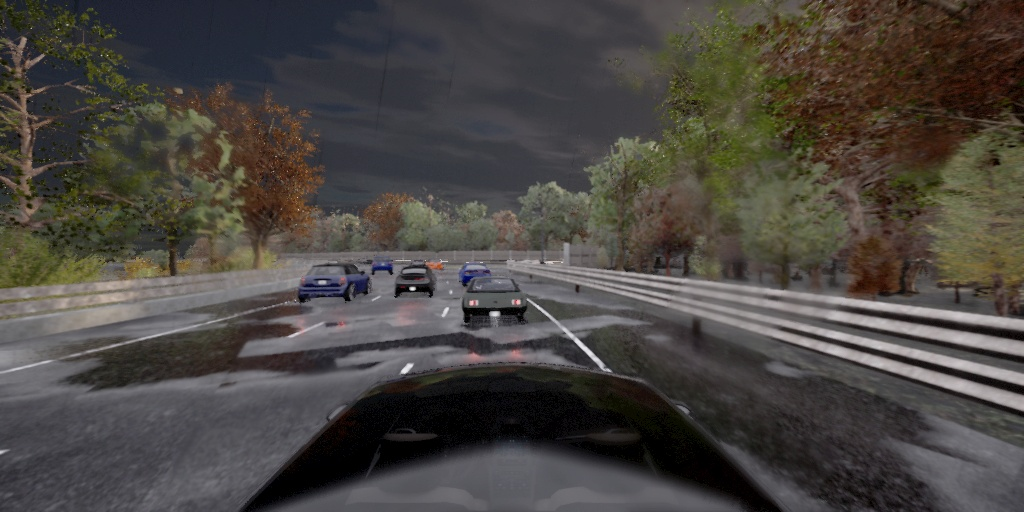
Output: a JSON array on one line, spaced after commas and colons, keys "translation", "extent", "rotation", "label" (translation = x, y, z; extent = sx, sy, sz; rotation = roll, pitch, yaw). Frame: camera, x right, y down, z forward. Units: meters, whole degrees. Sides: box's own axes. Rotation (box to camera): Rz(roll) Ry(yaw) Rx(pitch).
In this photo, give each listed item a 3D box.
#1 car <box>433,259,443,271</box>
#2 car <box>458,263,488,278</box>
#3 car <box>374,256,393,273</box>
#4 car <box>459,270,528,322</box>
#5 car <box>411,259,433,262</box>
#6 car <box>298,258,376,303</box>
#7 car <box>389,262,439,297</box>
[{"translation": [-10.999, 1.133, 49.260], "extent": [2.097, 1.767, 4.553], "rotation": [0, 0, -25], "label": "car"}, {"translation": [-2.684, 1.233, 25.195], "extent": [1.882, 1.535, 5.008], "rotation": [0, 0, -12], "label": "car"}, {"translation": [-14.918, 1.017, 41.135], "extent": [2.150, 2.045, 5.566], "rotation": [0, 0, -22], "label": "car"}, {"translation": [-0.677, 1.352, 12.363], "extent": [1.895, 1.301, 4.718], "rotation": [0, 0, -5], "label": "car"}, {"translation": [-10.113, 1.271, 38.289], "extent": [2.128, 1.511, 4.902], "rotation": [0, 0, -19], "label": "car"}, {"translation": [-8.271, 1.128, 17.139], "extent": [2.097, 1.767, 4.553], "rotation": [0, 0, -9], "label": "car"}, {"translation": [-5.032, 1.270, 19.063], "extent": [1.837, 1.490, 4.892], "rotation": [0, 0, -10], "label": "car"}]
